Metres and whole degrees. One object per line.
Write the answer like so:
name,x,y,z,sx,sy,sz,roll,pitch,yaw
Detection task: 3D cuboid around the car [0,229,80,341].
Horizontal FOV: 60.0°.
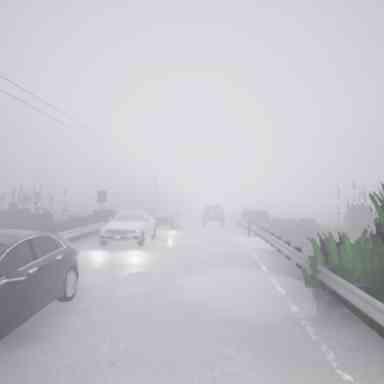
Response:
car,-3.402,1.452,5.394,1.837,1.490,4.892,0,0,2

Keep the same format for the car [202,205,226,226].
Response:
car,2.169,2.353,33.292,2.150,2.045,5.566,0,-4,5

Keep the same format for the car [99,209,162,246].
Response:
car,-2.845,1.601,15.718,1.812,1.442,4.674,0,-2,4

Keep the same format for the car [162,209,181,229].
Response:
car,-2.042,2.052,26.170,1.882,1.535,5.008,0,-4,5
